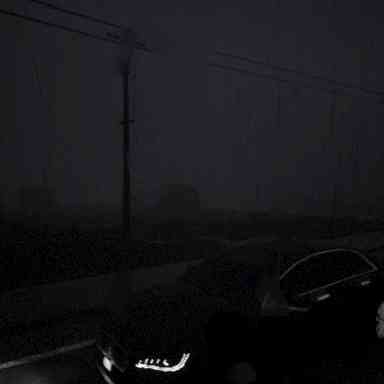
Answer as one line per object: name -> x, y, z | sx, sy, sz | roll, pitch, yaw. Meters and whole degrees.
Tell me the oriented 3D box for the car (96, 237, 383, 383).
car -> 1.134, 1.477, 4.754 | 4.892, 1.490, 1.837 | 0, 0, -35
